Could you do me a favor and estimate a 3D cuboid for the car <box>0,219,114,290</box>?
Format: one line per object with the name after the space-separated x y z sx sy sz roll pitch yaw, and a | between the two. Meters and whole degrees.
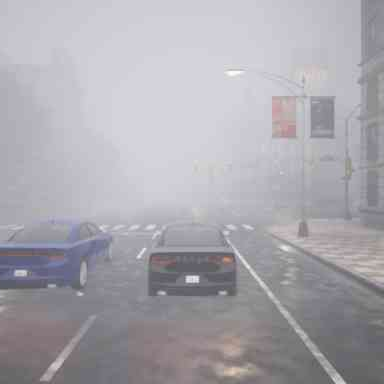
-3.489 1.466 9.117 1.882 1.535 5.008 0 0 -2 | car

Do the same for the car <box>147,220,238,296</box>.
0.007 1.467 8.651 1.882 1.535 5.008 0 0 0 | car

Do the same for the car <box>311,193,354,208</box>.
19.581 1.164 46.346 5.566 2.045 2.150 0 0 0 | car
